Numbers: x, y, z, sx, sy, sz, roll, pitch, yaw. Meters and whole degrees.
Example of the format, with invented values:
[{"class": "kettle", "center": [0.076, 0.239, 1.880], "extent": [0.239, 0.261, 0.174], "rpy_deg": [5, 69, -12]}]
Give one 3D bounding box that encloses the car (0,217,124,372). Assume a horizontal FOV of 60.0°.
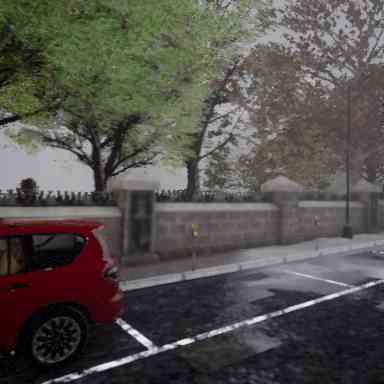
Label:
[{"class": "car", "center": [-3.326, 1.313, 4.165], "extent": [5.009, 1.841, 2.192], "rpy_deg": [0, 1, -35]}]
